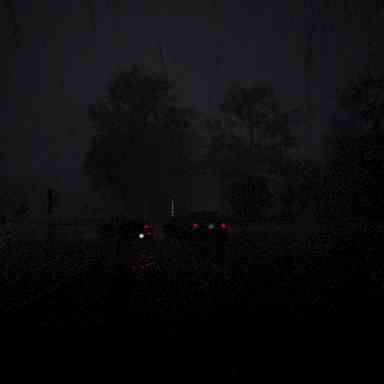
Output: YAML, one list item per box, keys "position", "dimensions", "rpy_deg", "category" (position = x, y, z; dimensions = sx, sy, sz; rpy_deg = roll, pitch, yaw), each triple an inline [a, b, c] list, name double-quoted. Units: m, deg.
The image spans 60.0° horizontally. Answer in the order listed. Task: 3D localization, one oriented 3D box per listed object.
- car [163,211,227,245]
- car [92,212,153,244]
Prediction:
- position: [0.020, 1.800, 18.382]
  dimensions: [2.097, 1.767, 4.553]
  rpy_deg: [0, -1, -26]
  category: "car"
- position: [-3.836, 1.983, 18.703]
  dimensions: [1.837, 1.490, 4.892]
  rpy_deg: [2, -3, -32]
  category: "car"
